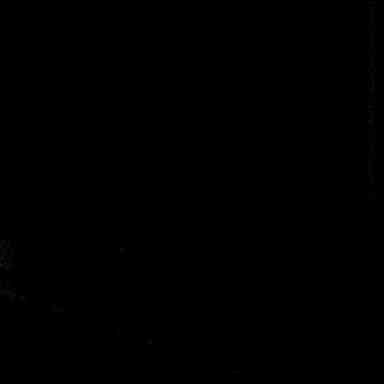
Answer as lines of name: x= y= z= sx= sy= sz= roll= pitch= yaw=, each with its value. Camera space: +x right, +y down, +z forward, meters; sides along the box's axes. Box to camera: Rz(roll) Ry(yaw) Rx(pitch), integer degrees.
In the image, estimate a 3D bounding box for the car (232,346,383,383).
car: x=2.134 y=1.554 z=1.555 sx=4.403 sy=1.369 sz=2.008 roll=0 pitch=0 yaw=36
